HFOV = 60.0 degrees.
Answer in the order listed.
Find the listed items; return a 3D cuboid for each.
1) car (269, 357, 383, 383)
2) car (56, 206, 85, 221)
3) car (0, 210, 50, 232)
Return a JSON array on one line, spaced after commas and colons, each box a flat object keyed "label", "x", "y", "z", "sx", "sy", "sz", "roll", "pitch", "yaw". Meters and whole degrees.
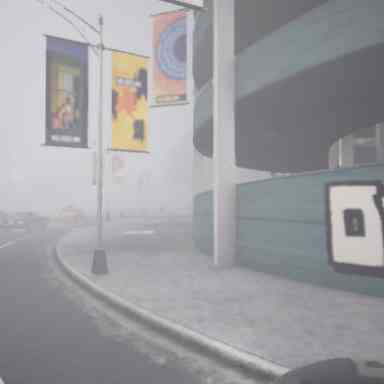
[{"label": "car", "x": 2.429, "y": 1.557, "z": 1.258, "sx": 4.674, "sy": 1.442, "sz": 1.812, "roll": -1, "pitch": -2, "yaw": 39}, {"label": "car", "x": -12.924, "y": 2.255, "z": 35.705, "sx": 1.801, "sy": 1.575, "sz": 5.366, "roll": 0, "pitch": -1, "yaw": -3}, {"label": "car", "x": -12.093, "y": 2.092, "z": 24.257, "sx": 2.033, "sy": 1.411, "sz": 5.357, "roll": 0, "pitch": -1, "yaw": -5}]
